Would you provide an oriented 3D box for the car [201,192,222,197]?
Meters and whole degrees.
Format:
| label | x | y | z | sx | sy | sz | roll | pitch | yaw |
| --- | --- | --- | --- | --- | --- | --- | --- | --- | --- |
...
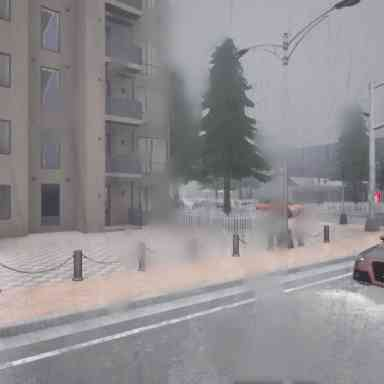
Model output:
| label | x | y | z | sx | sy | sz | roll | pitch | yaw |
| --- | --- | --- | --- | --- | --- | --- | --- | --- | --- |
| car | 5.388 | 1.113 | 92.669 | 1.932 | 1.855 | 4.605 | 0 | 0 | -37 |

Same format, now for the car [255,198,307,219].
| label | x | y | z | sx | sy | sz | roll | pitch | yaw |
| --- | --- | --- | --- | --- | --- | --- | --- | --- | --- |
| car | 7.872 | 1.367 | 29.600 | 2.097 | 1.767 | 4.553 | 0 | 0 | -37 |

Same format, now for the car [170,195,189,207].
| label | x | y | z | sx | sy | sz | roll | pitch | yaw |
| --- | --- | --- | --- | --- | --- | --- | --- | --- | --- |
| car | -3.253 | 1.563 | 50.387 | 2.033 | 1.411 | 5.357 | 0 | 0 | -37 |

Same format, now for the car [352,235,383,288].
| label | x | y | z | sx | sy | sz | roll | pitch | yaw |
| --- | --- | --- | --- | --- | --- | --- | --- | --- | --- |
| car | 5.772 | 1.564 | 8.104 | 4.181 | 1.385 | 1.994 | 0 | 0 | -35 |

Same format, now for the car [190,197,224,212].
| label | x | y | z | sx | sy | sz | roll | pitch | yaw |
| --- | --- | --- | --- | --- | --- | --- | --- | --- | --- |
| car | 1.828 | 1.579 | 37.589 | 1.994 | 1.385 | 4.181 | 0 | 0 | -37 |

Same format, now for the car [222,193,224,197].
| label | x | y | z | sx | sy | sz | roll | pitch | yaw |
| --- | --- | --- | --- | --- | --- | --- | --- | --- | --- |
| car | 7.475 | 1.092 | 94.733 | 1.905 | 1.878 | 3.866 | 0 | 0 | -37 |
